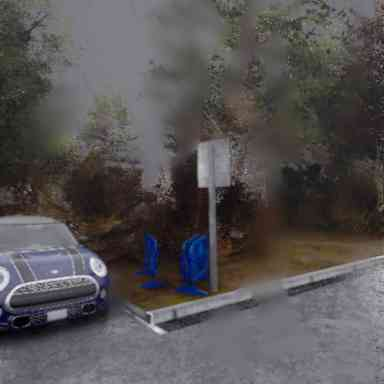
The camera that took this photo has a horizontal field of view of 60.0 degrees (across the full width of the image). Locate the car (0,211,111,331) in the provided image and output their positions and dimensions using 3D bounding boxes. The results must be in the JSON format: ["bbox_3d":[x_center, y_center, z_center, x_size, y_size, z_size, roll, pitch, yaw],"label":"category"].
[{"bbox_3d":[-3.422,1.344,7.073,2.185,1.767,4.553,1,0,-36],"label":"car"}]
